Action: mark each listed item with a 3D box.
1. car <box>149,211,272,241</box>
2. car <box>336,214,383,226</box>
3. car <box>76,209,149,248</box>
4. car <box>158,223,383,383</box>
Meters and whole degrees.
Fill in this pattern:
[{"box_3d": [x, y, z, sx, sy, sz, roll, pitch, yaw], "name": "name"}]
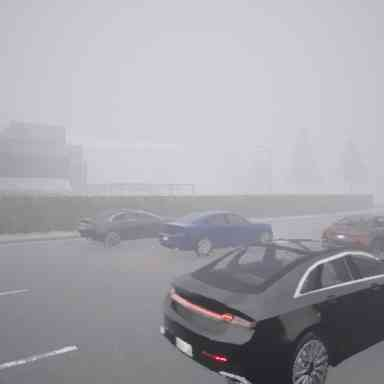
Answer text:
[{"box_3d": [1.073, 1.477, 13.104, 5.008, 1.535, 1.882, 0, 0, -35], "name": "car"}, {"box_3d": [6.916, 1.564, 12.969, 4.181, 1.385, 1.994, 0, 0, -35], "name": "car"}, {"box_3d": [-2.579, 1.491, 14.799, 4.902, 1.511, 2.128, 0, 0, -35], "name": "car"}, {"box_3d": [1.880, 1.491, 5.084, 4.902, 1.511, 2.128, 0, 0, -35], "name": "car"}]
